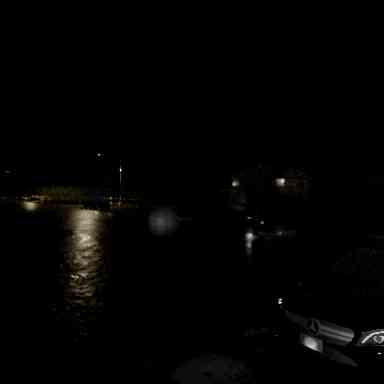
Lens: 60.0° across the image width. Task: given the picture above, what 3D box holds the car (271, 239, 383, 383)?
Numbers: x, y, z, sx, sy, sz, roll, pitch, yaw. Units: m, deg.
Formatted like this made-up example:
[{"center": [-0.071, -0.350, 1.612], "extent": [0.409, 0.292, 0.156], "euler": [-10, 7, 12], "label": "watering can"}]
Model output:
[{"center": [3.311, 1.529, 5.304], "extent": [4.674, 1.442, 1.812], "euler": [0, 0, -35], "label": "car"}]

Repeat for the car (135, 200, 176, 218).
[{"center": [-3.135, 1.387, 28.232], "extent": [1.994, 1.385, 4.181], "euler": [2, -1, -36], "label": "car"}]

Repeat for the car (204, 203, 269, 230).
[{"center": [2.562, 1.407, 20.245], "extent": [1.812, 1.442, 4.674], "euler": [2, -1, -34], "label": "car"}]

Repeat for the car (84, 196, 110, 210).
[{"center": [-11.383, 1.257, 39.726], "extent": [1.882, 1.535, 5.008], "euler": [2, -1, -36], "label": "car"}]

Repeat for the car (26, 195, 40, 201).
[{"center": [-40.291, 1.604, 84.740], "extent": [1.895, 1.301, 4.718], "euler": [2, -2, -36], "label": "car"}]
